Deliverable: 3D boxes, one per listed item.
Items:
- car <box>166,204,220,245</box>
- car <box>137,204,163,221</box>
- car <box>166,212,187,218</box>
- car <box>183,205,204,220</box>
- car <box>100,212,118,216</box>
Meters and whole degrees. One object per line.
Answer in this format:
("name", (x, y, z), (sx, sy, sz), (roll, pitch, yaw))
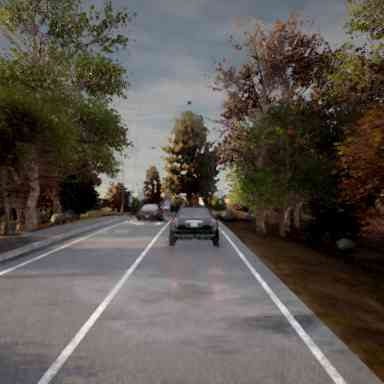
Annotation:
("car", (0.095, 1.345, 15.583), (2.097, 1.767, 4.553), (0, 0, 0))
("car", (-3.555, 1.743, 28.813), (1.812, 1.442, 4.674), (0, -2, 0))
("car", (-4.138, 5.943, 86.196), (5.357, 1.411, 2.033), (1, -5, -5))
("car", (0.139, 1.980, 32.770), (1.895, 1.301, 4.718), (0, -3, 0))
("car", (-18.677, 5.214, 75.243), (1.895, 1.301, 4.718), (-2, -5, 20))
